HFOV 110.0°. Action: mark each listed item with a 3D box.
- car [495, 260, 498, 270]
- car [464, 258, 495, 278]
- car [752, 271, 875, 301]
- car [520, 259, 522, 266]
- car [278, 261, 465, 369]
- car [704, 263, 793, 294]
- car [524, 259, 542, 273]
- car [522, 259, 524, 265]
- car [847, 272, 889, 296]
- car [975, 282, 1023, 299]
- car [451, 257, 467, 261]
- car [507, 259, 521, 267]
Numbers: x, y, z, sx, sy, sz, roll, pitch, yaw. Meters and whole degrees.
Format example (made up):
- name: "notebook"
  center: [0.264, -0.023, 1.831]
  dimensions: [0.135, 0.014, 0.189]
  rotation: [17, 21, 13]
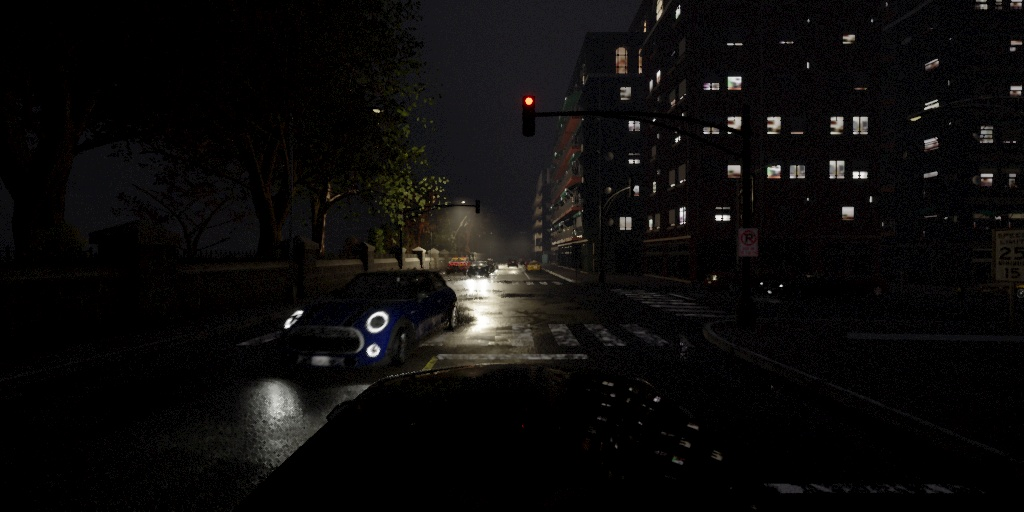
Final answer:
- name: "car"
  center: [-3.067, 1.263, 43.676]
  dimensions: [1.837, 1.490, 4.892]
  rotation: [0, 0, 0]
- name: "car"
  center: [-3.078, 1.245, 34.325]
  dimensions: [2.128, 1.511, 4.902]
  rotation: [0, 0, 0]
- name: "car"
  center: [16.139, 1.662, 19.376]
  dimensions: [4.718, 1.301, 1.895]
  rotation: [1, 0, 0]
- name: "car"
  center: [2.729, 1.316, 55.166]
  dimensions: [2.007, 1.370, 4.403]
  rotation: [0, 0, 0]
- name: "car"
  center: [-2.767, 1.101, 8.008]
  dimensions: [2.097, 1.767, 4.553]
  rotation: [0, 0, 9]
- name: "car"
  center: [14.612, 1.338, 21.966]
  dimensions: [5.009, 1.841, 2.192]
  rotation: [0, 0, 0]
- name: "car"
  center: [2.721, 1.283, 44.266]
  dimensions: [1.751, 1.417, 4.829]
  rotation: [0, 0, 0]
- name: "car"
  center: [2.725, 1.307, 49.631]
  dimensions: [1.888, 1.381, 4.507]
  rotation: [0, 0, 0]
- name: "car"
  center: [20.307, 1.671, 21.980]
  dimensions: [4.507, 1.381, 1.888]
  rotation: [0, 0, 0]
- name: "car"
  center: [31.528, 1.857, 22.006]
  dimensions: [4.829, 1.417, 1.751]
  rotation: [0, 0, 0]
- name: "car"
  center: [-5.664, 1.070, 38.566]
  dimensions: [2.192, 1.841, 5.009]
  rotation: [0, 0, 0]
- name: "car"
  center: [0.145, 1.320, 64.342]
  dimensions: [2.033, 1.411, 5.357]
  rotation: [0, 0, -1]
